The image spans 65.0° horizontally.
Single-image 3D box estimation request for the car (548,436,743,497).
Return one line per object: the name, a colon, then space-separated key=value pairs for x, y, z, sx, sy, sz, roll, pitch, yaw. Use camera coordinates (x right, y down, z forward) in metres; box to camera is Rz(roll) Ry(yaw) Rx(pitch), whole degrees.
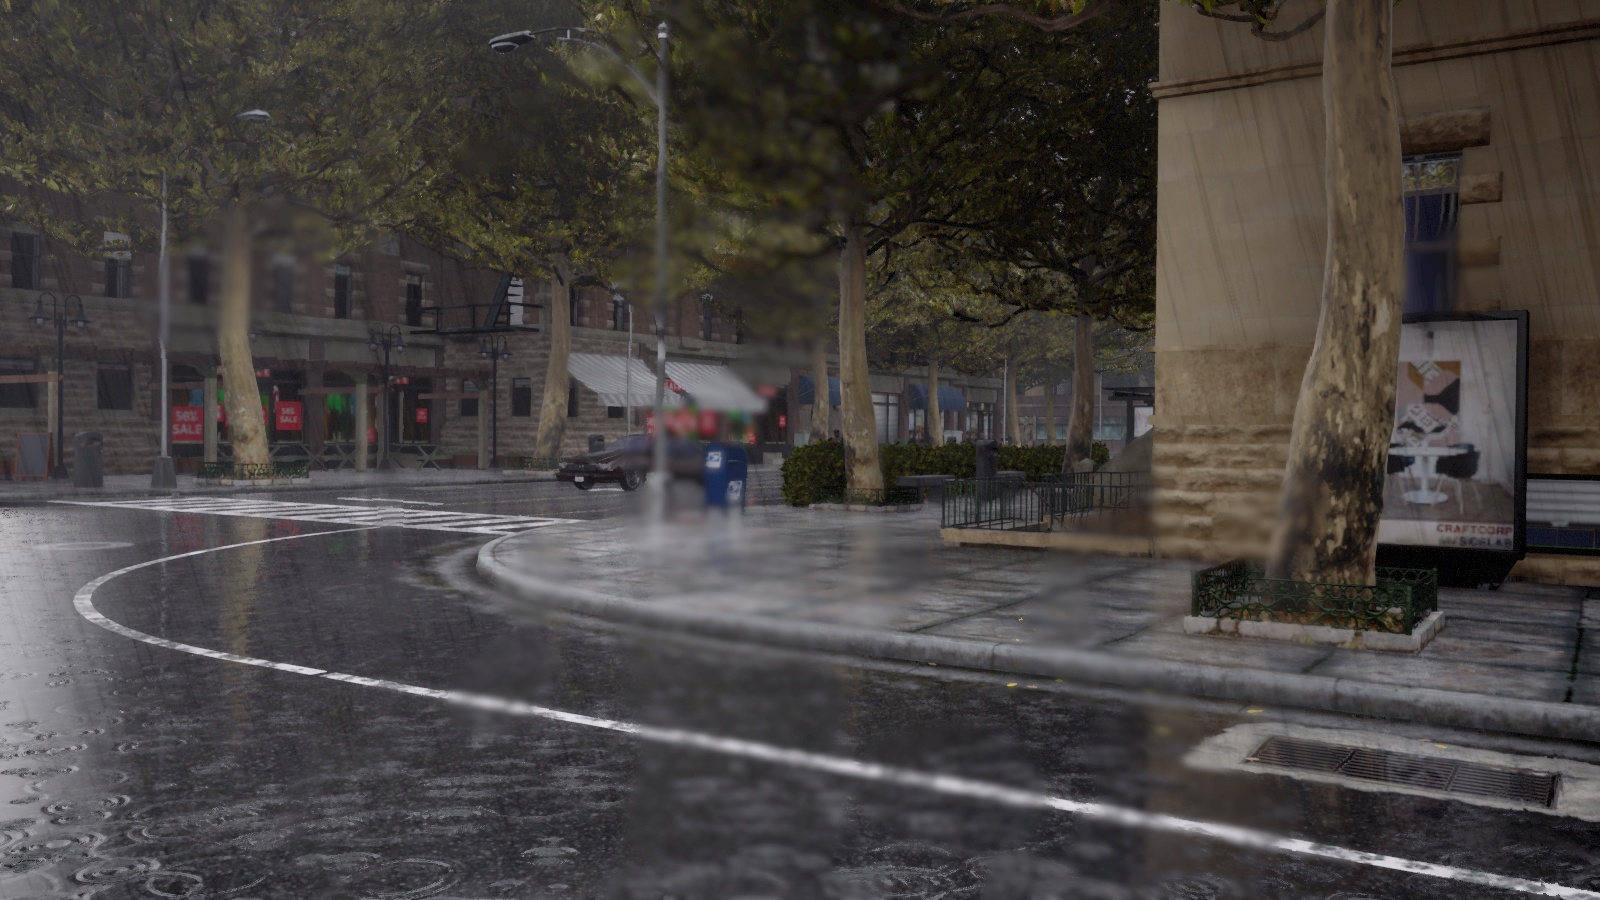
car: x=-3.879 y=0.368 z=32.640 sx=2.033 sy=1.411 sz=5.357 roll=0 pitch=1 yaw=33
